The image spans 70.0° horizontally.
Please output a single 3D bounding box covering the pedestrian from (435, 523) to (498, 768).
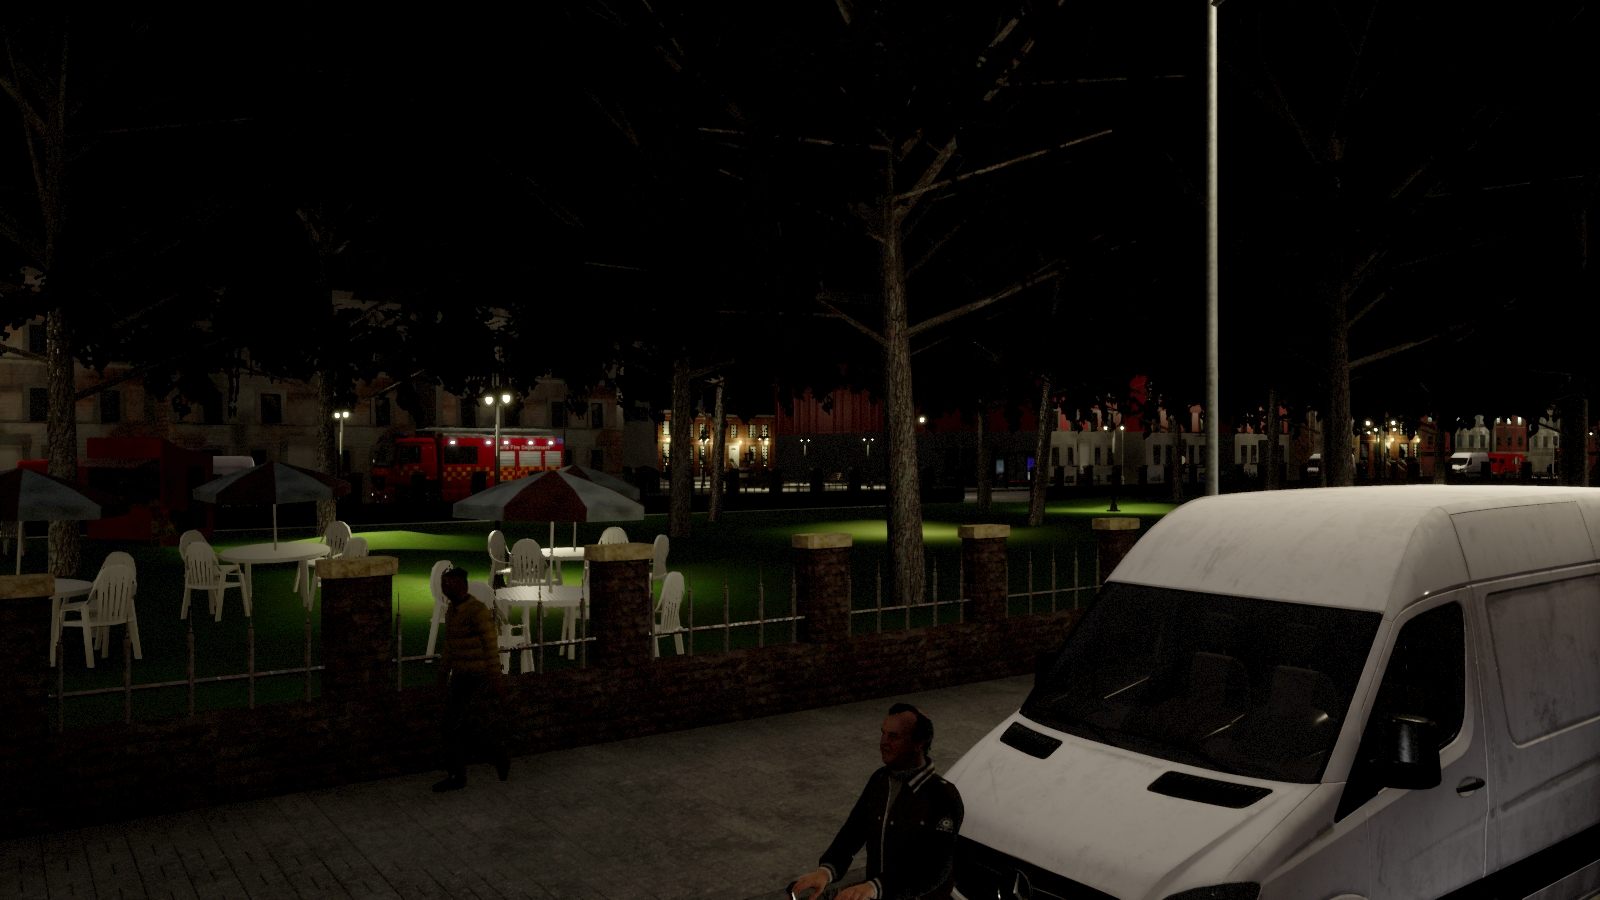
[{"bbox_3d":[-2.653,1.525,9.074,0.375,1.860,0.375,0,0,-36],"label":"pedestrian"}]

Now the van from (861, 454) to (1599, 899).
[{"bbox_3d":[3.302,1.314,6.746,5.915,2.561,1.988,0,0,-35],"label":"van"}]
